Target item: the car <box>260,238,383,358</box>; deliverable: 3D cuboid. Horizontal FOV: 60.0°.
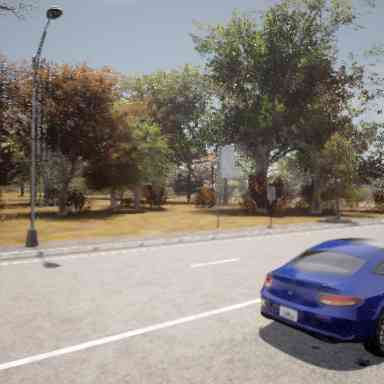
[{"bbox_3d":[3.244,1.577,6.058,4.674,1.442,1.812,1,0,-35],"label":"car"}]
